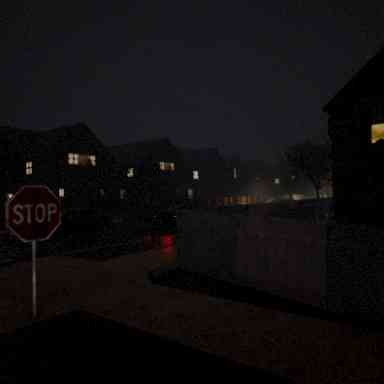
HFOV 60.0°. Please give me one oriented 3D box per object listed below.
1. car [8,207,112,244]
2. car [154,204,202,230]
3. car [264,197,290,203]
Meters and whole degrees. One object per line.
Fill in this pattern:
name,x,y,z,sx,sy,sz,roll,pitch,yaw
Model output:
car,-6.150,1.475,16.023,2.128,1.511,4.902,-2,-1,36
car,-0.258,1.388,19.242,1.812,1.442,4.674,-2,-1,37
car,9.748,1.274,37.706,2.128,1.511,4.902,-2,-1,36
